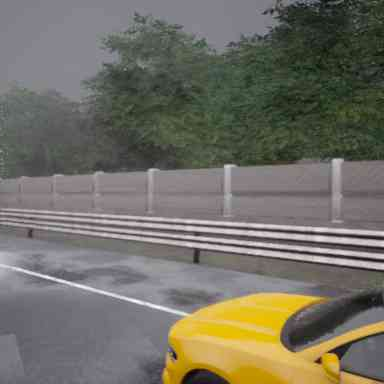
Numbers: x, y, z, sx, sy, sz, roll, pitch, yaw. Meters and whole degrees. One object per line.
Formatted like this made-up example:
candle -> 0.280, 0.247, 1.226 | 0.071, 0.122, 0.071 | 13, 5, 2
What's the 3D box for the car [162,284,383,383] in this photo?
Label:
car -> 2.012, 1.482, 2.565 | 5.008, 1.535, 1.882 | 0, 0, 35
